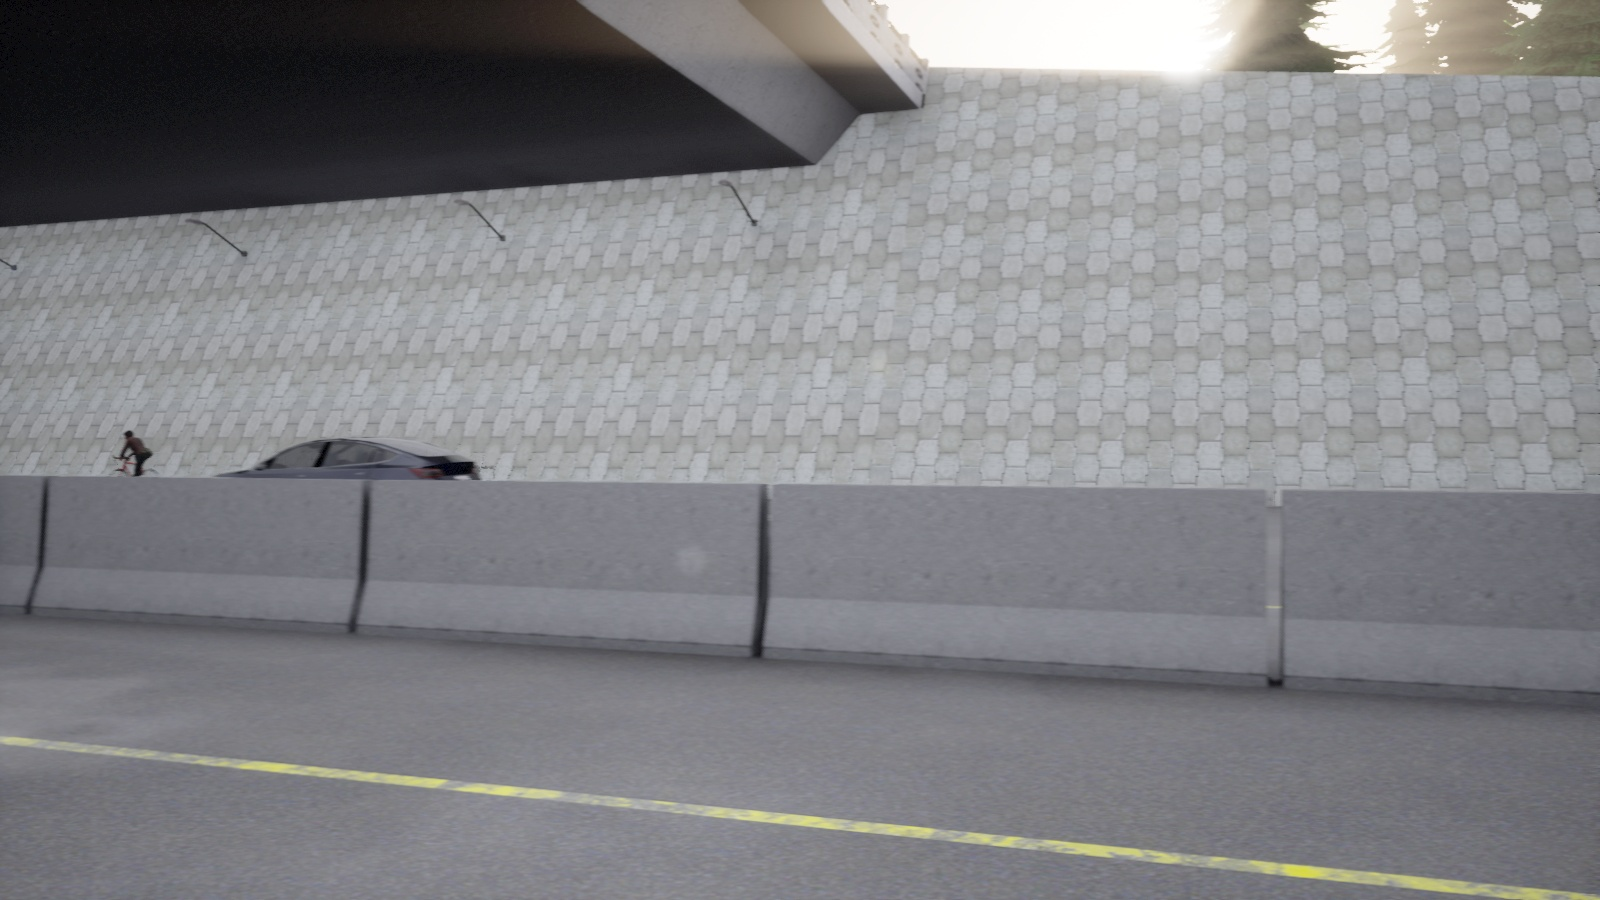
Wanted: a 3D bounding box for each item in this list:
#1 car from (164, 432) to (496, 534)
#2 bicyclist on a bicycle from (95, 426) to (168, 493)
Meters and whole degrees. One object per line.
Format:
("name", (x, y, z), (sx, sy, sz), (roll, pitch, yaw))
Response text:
("car", (-7.653, 0.469, 20.538), (4.792, 1.488, 2.163), (1, 1, 19))
("bicyclist on a bicycle", (-16.430, 0.223, 30.874), (1.656, 1.620, 0.582), (0, 1, 19))
